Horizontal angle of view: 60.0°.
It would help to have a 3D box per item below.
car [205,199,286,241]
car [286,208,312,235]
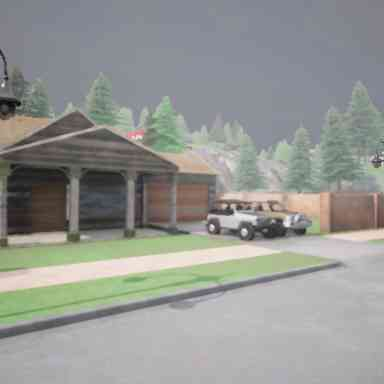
[{"bbox_3d":[2.346,1.311,16.526,1.905,1.878,3.866,1,0,-36],"label":"car"},{"bbox_3d":[4.162,1.339,18.306,1.932,1.855,4.605,1,0,-36],"label":"car"}]
